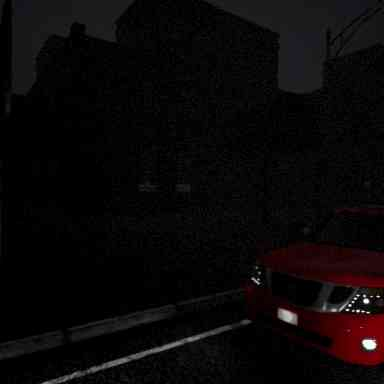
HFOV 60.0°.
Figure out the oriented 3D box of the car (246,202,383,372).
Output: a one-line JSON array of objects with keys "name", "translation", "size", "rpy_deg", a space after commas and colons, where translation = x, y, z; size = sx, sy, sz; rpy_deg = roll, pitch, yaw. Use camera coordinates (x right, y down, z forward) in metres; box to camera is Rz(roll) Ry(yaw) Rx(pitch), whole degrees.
[{"name": "car", "translation": [3.468, 1.232, 5.852], "size": [5.566, 2.045, 2.150], "rpy_deg": [0, 0, -36]}]
